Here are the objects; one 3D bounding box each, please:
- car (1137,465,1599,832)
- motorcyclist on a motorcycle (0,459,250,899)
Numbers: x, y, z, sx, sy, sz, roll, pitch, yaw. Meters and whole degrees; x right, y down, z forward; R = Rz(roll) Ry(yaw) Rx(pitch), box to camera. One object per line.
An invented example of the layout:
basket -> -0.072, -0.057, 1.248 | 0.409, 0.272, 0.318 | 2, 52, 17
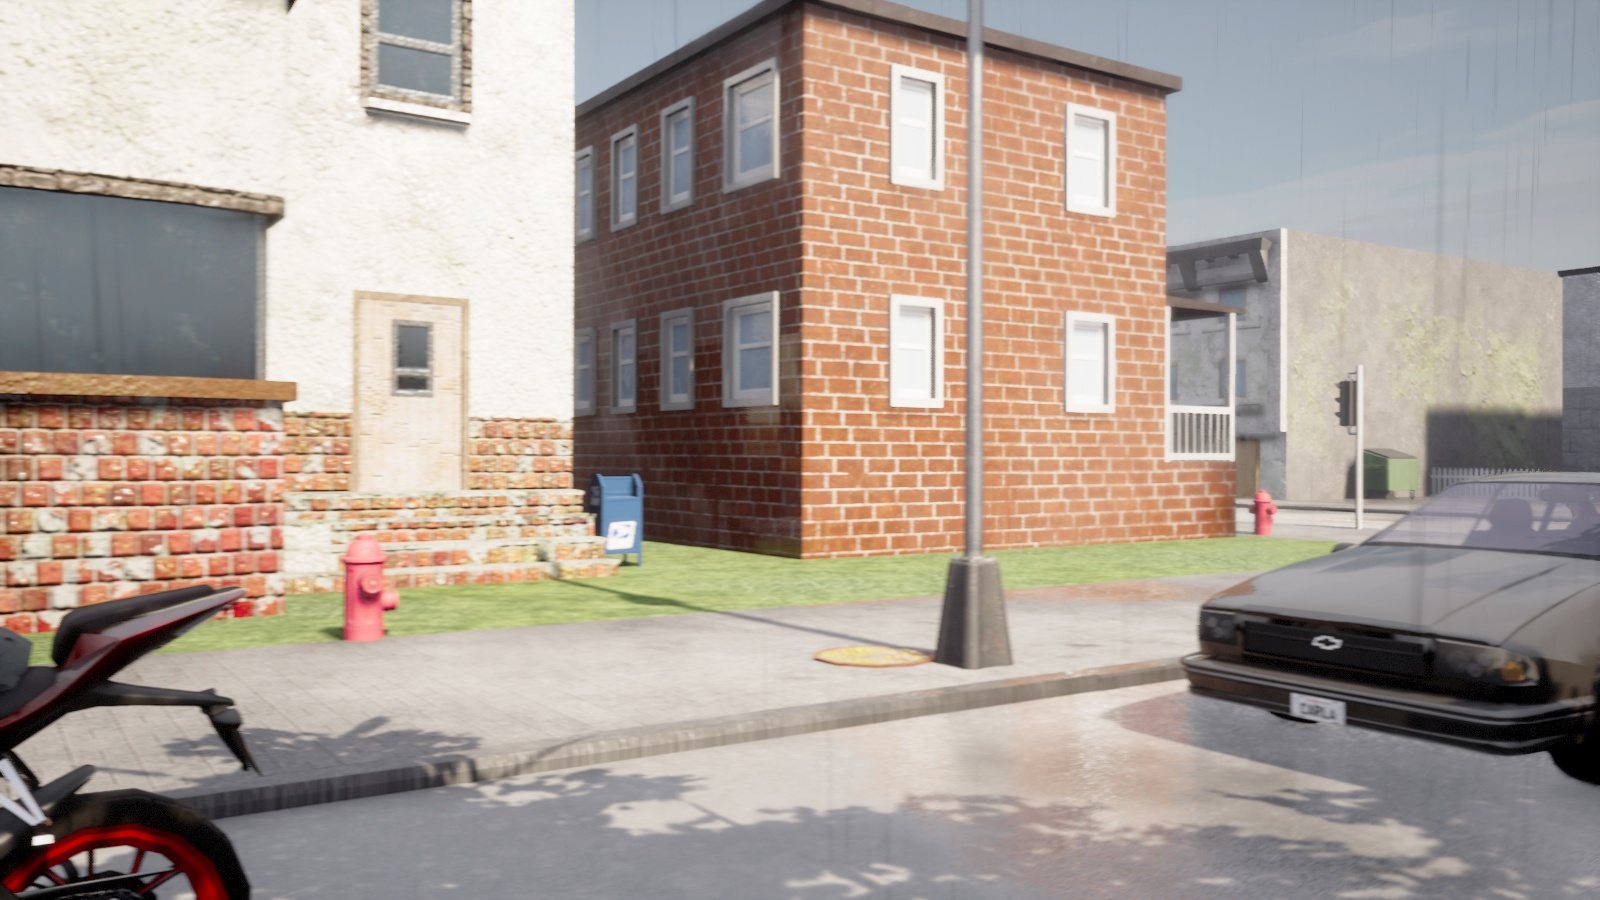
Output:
car -> 4.587, 0.813, 7.301 | 5.357, 1.411, 2.033 | 0, 0, -33
motorcyclist on a motorcycle -> -2.412, 0.789, 2.628 | 2.191, 1.530, 0.866 | 0, 0, -34
